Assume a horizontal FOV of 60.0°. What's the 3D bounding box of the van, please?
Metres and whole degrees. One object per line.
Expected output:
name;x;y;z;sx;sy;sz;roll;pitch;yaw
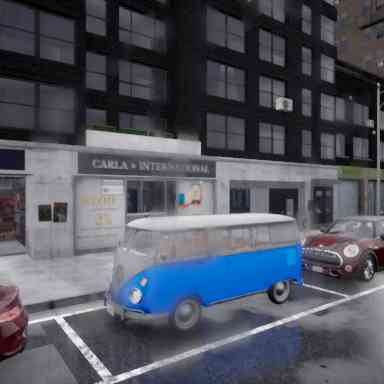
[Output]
van;0.416;1.341;6.494;3.998;1.788;1.690;0;0;-36

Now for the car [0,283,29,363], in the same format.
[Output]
car;-3.983;1.582;3.340;4.206;1.307;1.802;0;0;-36

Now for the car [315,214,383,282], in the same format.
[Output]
car;4.815;1.440;9.648;4.097;1.590;1.967;0;0;-36
